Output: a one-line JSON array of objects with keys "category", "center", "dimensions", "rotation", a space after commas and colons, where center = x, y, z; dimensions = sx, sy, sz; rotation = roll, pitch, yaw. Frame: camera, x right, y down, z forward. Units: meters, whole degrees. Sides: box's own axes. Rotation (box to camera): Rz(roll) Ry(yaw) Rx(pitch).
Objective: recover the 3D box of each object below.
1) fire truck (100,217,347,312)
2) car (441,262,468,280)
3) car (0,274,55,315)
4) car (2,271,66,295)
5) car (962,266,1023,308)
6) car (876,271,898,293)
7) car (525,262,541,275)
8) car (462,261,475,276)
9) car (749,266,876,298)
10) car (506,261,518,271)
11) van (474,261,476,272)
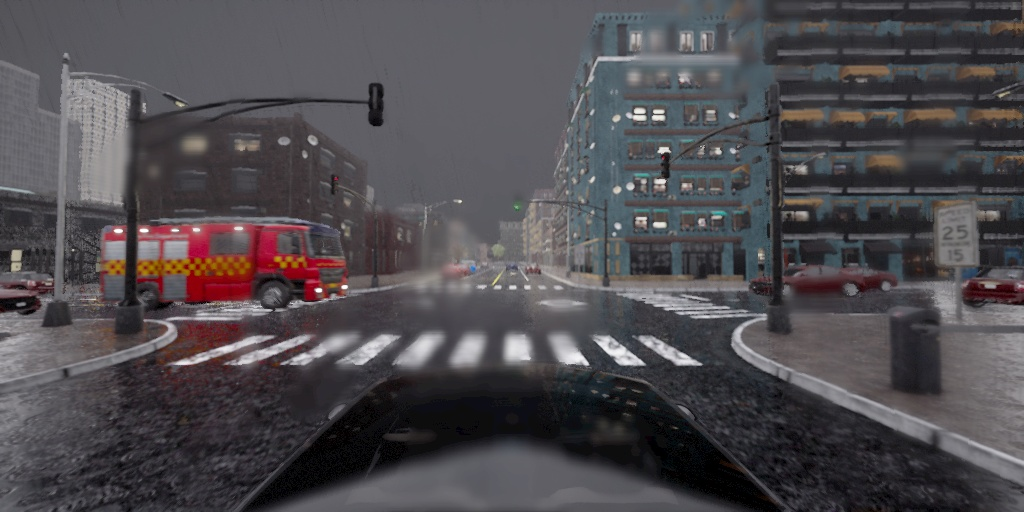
[{"category": "fire truck", "center": [-11.808, 0.267, 15.255], "dimensions": [8.468, 3.827, 2.891], "rotation": [-1, -1, 1]}, {"category": "car", "center": [-5.767, 1.587, 35.175], "dimensions": [1.888, 1.381, 4.507], "rotation": [0, 0, 0]}, {"category": "car", "center": [-19.294, 1.457, 12.466], "dimensions": [4.507, 1.381, 1.888], "rotation": [0, 0, 1]}, {"category": "car", "center": [-29.315, 1.677, 21.195], "dimensions": [4.097, 1.591, 1.967], "rotation": [0, 0, 1]}, {"category": "car", "center": [18.173, 1.039, 12.141], "dimensions": [4.097, 1.591, 1.967], "rotation": [0, 0, 1]}, {"category": "car", "center": [19.476, 1.370, 20.709], "dimensions": [4.507, 1.381, 1.888], "rotation": [0, 0, 1]}, {"category": "car", "center": [2.690, 1.581, 46.605], "dimensions": [1.967, 1.591, 4.097], "rotation": [0, 0, 0]}, {"category": "car", "center": [-5.691, 1.637, 40.857], "dimensions": [1.888, 1.381, 4.507], "rotation": [0, 0, 0]}, {"category": "car", "center": [14.755, 1.267, 18.096], "dimensions": [5.008, 1.535, 1.882], "rotation": [-1, -2, 1]}, {"category": "car", "center": [-0.002, 1.636, 62.823], "dimensions": [2.097, 1.767, 4.553], "rotation": [0, -1, 0]}, {"category": "van", "center": [-5.691, 1.482, 46.544], "dimensions": [1.690, 1.789, 3.998], "rotation": [0, 0, 0]}]
